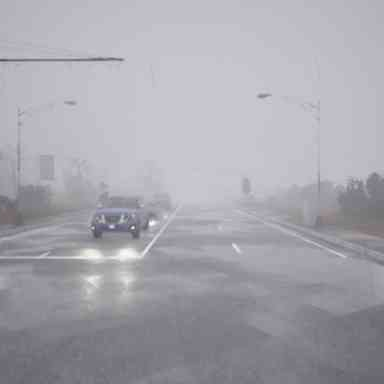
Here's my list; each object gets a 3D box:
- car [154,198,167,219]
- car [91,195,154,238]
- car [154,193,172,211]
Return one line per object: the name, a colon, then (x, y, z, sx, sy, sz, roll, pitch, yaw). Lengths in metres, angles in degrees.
car: (-3.576, 1.491, 28.277, 2.033, 1.411, 5.357, 0, 0, 0)
car: (-3.586, 1.186, 17.663, 2.150, 2.045, 5.566, 0, 0, 0)
car: (-3.558, 1.143, 38.838, 2.150, 2.045, 5.566, 0, 0, 1)
